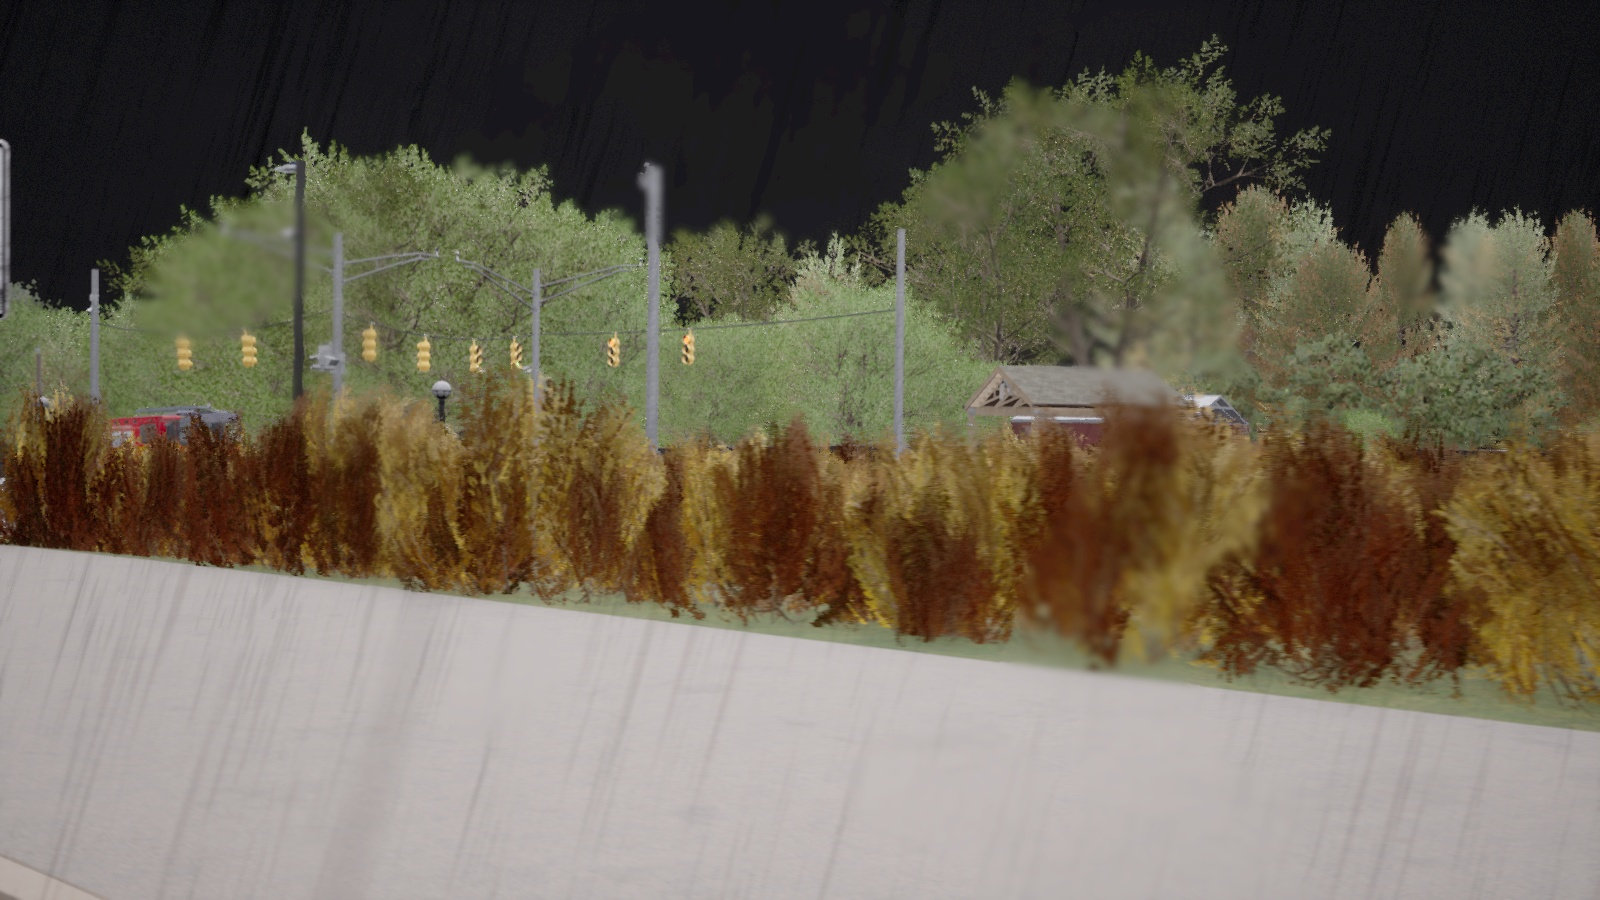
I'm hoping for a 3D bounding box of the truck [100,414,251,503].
[{"bbox_3d":[-28.766,0.426,57.641,8.468,3.827,2.891,-2,0,40],"label":"truck"}]
